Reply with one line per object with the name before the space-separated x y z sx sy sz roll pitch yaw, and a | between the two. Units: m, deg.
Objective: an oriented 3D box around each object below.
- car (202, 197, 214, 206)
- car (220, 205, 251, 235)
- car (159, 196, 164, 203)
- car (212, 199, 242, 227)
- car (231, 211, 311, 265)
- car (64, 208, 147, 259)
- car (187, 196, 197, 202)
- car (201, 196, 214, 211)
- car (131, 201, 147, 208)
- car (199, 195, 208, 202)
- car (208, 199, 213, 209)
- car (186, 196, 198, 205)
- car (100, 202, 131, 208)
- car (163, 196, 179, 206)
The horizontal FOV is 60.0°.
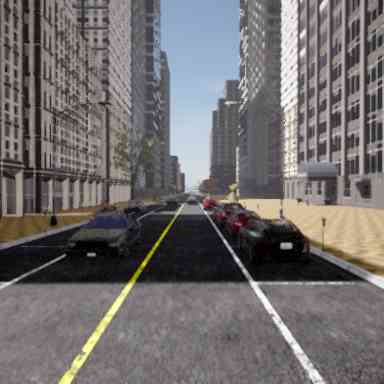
car | 2.692 1.527 56.835 1.752 1.417 4.829 -1 0 0
car | 2.685 1.584 17.166 1.802 1.307 4.206 -1 0 0
car | -5.686 1.551 67.942 2.008 1.369 4.403 -1 0 0
car | 2.685 1.442 22.809 1.967 1.590 4.097 -1 0 0
car | 2.684 1.567 11.524 1.947 1.339 4.313 -1 0 0
car | -3.100 1.549 12.911 2.033 1.411 5.357 0 0 0
car | 0.015 1.517 74.333 1.994 1.385 4.181 0 0 0
car | 2.358 1.529 41.000 1.812 1.442 4.674 0 0 0
car | -5.693 1.569 34.094 1.947 1.339 4.313 -1 0 0
car | 2.697 1.542 79.237 1.887 1.381 4.507 -1 0 0
car | 2.687 1.569 28.452 1.947 1.339 4.313 -1 0 0
car | 0.010 1.549 59.089 2.033 1.411 5.357 0 0 0
car | -5.694 1.585 22.812 1.802 1.307 4.206 -1 0 0
car | -3.055 1.603 53.308 1.895 1.301 4.718 0 0 0
